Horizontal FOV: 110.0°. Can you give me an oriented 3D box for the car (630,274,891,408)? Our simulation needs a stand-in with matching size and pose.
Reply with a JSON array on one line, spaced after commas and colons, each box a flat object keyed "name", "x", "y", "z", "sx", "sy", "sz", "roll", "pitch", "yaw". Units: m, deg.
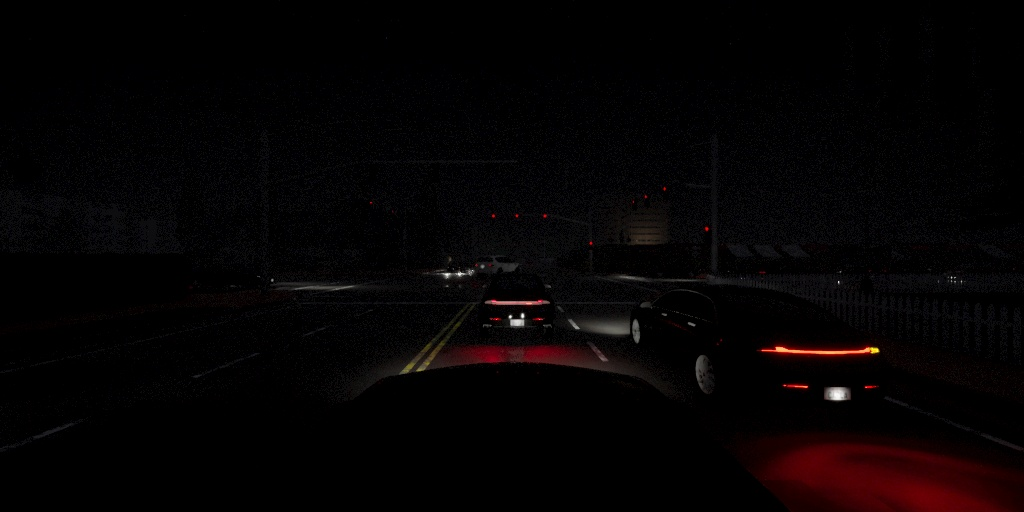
[{"name": "car", "x": 3.588, "y": 1.255, "z": 6.337, "sx": 1.837, "sy": 1.490, "sz": 4.892, "roll": 0, "pitch": 0, "yaw": 1}]

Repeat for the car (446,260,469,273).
[{"name": "car", "x": -6.830, "y": 1.255, "z": 44.270, "sx": 1.837, "sy": 1.490, "sz": 4.892, "roll": 0, "pitch": 0, "yaw": 0}]

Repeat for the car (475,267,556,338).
[{"name": "car", "x": 0.133, "y": 1.242, "z": 10.243, "sx": 2.128, "sy": 1.511, "sz": 4.902, "roll": 0, "pitch": 0, "yaw": 0}]

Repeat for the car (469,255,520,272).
[{"name": "car", "x": -1.265, "y": 0.972, "z": 33.345, "sx": 2.150, "sy": 2.045, "sz": 5.566, "roll": 1, "pitch": 0, "yaw": 29}]

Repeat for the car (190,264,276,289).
[{"name": "car", "x": -17.363, "y": 1.241, "z": 22.226, "sx": 4.902, "sy": 1.511, "sz": 2.128, "roll": 0, "pitch": 0, "yaw": -2}]

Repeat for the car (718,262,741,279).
[{"name": "car", "x": 19.625, "y": 1.241, "z": 29.938, "sx": 4.902, "sy": 1.511, "sz": 2.128, "roll": 0, "pitch": 0, "yaw": -1}]

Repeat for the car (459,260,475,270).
[{"name": "car", "x": -6.759, "y": 1.276, "z": 54.093, "sx": 1.812, "sy": 1.442, "sz": 4.674, "roll": 0, "pitch": 0, "yaw": 1}]

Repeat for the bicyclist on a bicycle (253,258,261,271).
[{"name": "bicyclist on a bicycle", "x": -26.163, "y": 1.051, "z": 36.762, "sx": 0.582, "sy": 1.620, "sz": 1.656, "roll": 0, "pitch": 0, "yaw": -3}]

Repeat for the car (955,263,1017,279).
[{"name": "car", "x": 38.885, "y": 1.276, "z": 30.282, "sx": 4.674, "sy": 1.442, "sz": 1.812, "roll": 0, "pitch": 0, "yaw": -1}]

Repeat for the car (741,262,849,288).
[{"name": "car", "x": 17.786, "y": 1.241, "z": 22.708, "sx": 4.902, "sy": 1.511, "sz": 2.128, "roll": 0, "pitch": 0, "yaw": -1}]

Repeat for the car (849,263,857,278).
[{"name": "car", "x": 28.885, "y": 1.276, "z": 30.102, "sx": 4.674, "sy": 1.442, "sz": 1.812, "roll": 0, "pitch": 0, "yaw": -1}]

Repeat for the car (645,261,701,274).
[{"name": "car", "x": 14.931, "y": 1.255, "z": 33.416, "sx": 4.892, "sy": 1.490, "sz": 1.837, "roll": 0, "pitch": 0, "yaw": 1}]

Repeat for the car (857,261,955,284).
[{"name": "car", "x": 28.935, "y": 1.255, "z": 26.412, "sx": 4.892, "sy": 1.490, "sz": 1.837, "roll": 0, "pitch": 0, "yaw": -1}]
